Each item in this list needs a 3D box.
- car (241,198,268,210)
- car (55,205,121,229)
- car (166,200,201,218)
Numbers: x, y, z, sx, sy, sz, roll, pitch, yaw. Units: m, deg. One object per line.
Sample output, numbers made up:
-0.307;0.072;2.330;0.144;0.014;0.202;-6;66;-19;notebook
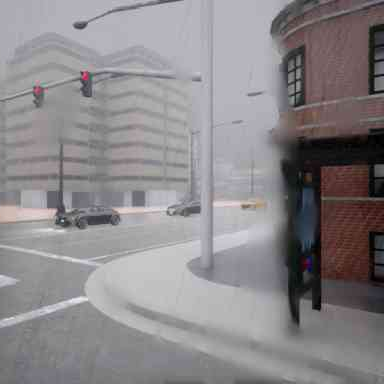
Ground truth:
7.964;1.478;42.372;1.882;1.535;5.008;0;1;36;car
-6.677;1.564;21.721;1.994;1.385;4.181;0;0;35;car
-0.367;1.492;30.635;2.128;1.511;4.902;0;0;35;car
